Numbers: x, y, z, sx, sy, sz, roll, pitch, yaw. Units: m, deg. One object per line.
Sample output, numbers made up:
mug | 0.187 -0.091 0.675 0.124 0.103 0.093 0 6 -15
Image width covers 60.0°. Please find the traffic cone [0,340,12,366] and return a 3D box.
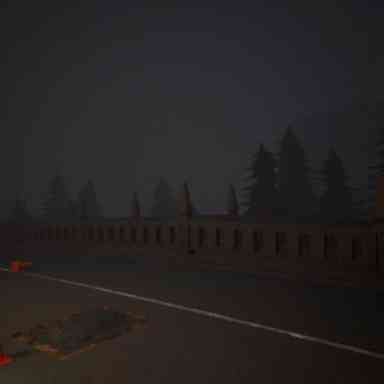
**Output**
traffic cone | -2.712 2.042 4.549 0.340 0.580 0.340 -2 -1 36
